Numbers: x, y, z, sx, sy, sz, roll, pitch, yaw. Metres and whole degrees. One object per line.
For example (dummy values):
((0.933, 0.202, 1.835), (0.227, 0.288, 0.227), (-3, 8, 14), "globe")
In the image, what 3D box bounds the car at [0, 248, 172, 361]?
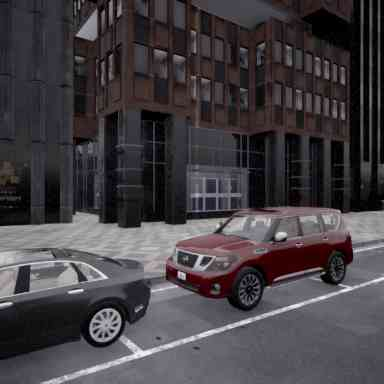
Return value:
((-2.722, 1.551, 4.705), (4.403, 1.369, 2.008), (0, 0, -35), "car")

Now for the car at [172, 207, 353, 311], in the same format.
((1.846, 1.315, 7.961), (5.009, 1.841, 2.192), (0, 0, -35), "car")
